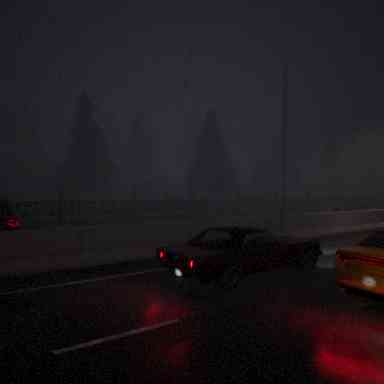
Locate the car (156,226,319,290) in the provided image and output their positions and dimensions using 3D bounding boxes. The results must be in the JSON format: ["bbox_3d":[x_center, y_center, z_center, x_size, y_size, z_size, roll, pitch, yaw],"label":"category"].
[{"bbox_3d":[1.490,1.607,9.109,4.718,1.301,1.895,0,0,-36],"label":"car"}]

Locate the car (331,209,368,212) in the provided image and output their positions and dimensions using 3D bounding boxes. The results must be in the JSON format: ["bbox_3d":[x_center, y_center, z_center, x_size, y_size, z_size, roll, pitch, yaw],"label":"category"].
[{"bbox_3d":[15.646,1.577,32.417,5.357,1.411,2.033,0,0,-36],"label":"car"}]

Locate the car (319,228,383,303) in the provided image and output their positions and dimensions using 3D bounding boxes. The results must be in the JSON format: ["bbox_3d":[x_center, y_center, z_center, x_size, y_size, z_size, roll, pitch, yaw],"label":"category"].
[{"bbox_3d":[5.239,1.485,7.484,5.008,1.535,1.882,0,0,-36],"label":"car"}]
